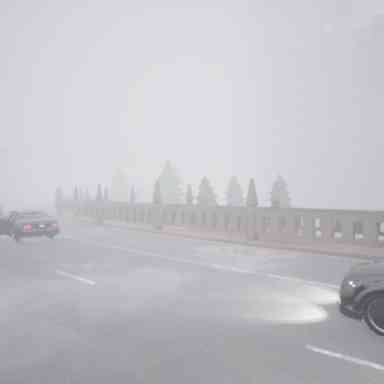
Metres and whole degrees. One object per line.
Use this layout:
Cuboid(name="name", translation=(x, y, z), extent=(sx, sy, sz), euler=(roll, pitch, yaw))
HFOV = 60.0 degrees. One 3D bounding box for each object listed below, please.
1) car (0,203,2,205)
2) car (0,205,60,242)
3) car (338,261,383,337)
Cuboid(name="car", translation=(-18.623, 1.639, 31.104), extent=(2.033, 1.411, 5.357), euler=(0, 0, -30))
Cuboid(name="car", translation=(-8.470, 1.598, 16.940), extent=(2.033, 1.411, 5.357), euler=(0, 0, -42))
Cuboid(name="car", translation=(4.568, 1.564, 5.139), extent=(4.181, 1.385, 1.994), euler=(0, 0, 36))
